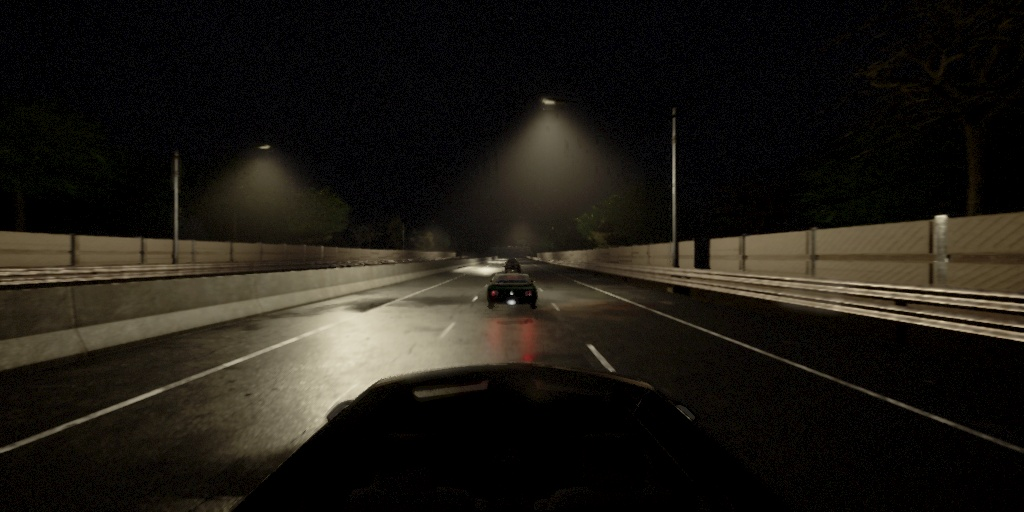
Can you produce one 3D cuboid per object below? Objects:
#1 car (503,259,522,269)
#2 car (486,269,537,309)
[{"bbox_3d":[0.087,1.345,40.693,1.837,1.490,4.892,0,0,0],"label":"car"},{"bbox_3d":[-0.006,1.388,15.194,1.895,1.301,4.718,0,0,0],"label":"car"}]
